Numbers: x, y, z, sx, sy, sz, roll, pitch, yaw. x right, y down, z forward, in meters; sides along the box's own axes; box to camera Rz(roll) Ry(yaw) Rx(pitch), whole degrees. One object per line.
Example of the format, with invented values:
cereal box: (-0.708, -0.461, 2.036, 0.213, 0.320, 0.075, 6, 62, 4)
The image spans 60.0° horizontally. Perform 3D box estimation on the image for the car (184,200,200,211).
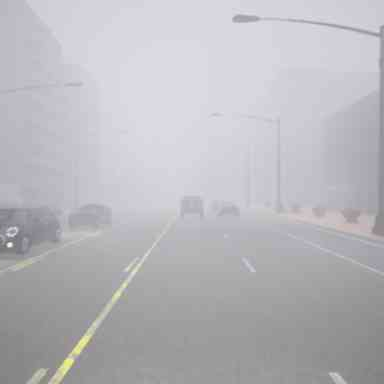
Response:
car: (0.023, 1.774, 44.925, 1.994, 1.385, 4.181, 0, 0, 0)

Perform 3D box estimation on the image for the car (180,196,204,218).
car: (-0.003, 1.358, 31.938, 2.150, 2.045, 5.566, 0, 0, 0)

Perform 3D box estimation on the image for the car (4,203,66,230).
car: (-10.553, 1.562, 22.852, 1.882, 1.535, 5.008, 0, 0, 0)

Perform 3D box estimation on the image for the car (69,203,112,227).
car: (-7.055, 1.566, 23.489, 1.882, 1.535, 5.008, 0, 0, 0)

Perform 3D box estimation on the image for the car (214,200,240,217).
car: (3.497, 1.664, 32.309, 1.812, 1.442, 4.674, 0, 0, 0)

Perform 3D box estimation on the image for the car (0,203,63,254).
car: (-7.059, 1.384, 13.446, 2.097, 1.767, 4.553, 0, 0, 0)

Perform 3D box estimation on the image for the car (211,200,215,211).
car: (3.507, 1.750, 43.652, 2.033, 1.411, 5.357, 0, 0, 0)
